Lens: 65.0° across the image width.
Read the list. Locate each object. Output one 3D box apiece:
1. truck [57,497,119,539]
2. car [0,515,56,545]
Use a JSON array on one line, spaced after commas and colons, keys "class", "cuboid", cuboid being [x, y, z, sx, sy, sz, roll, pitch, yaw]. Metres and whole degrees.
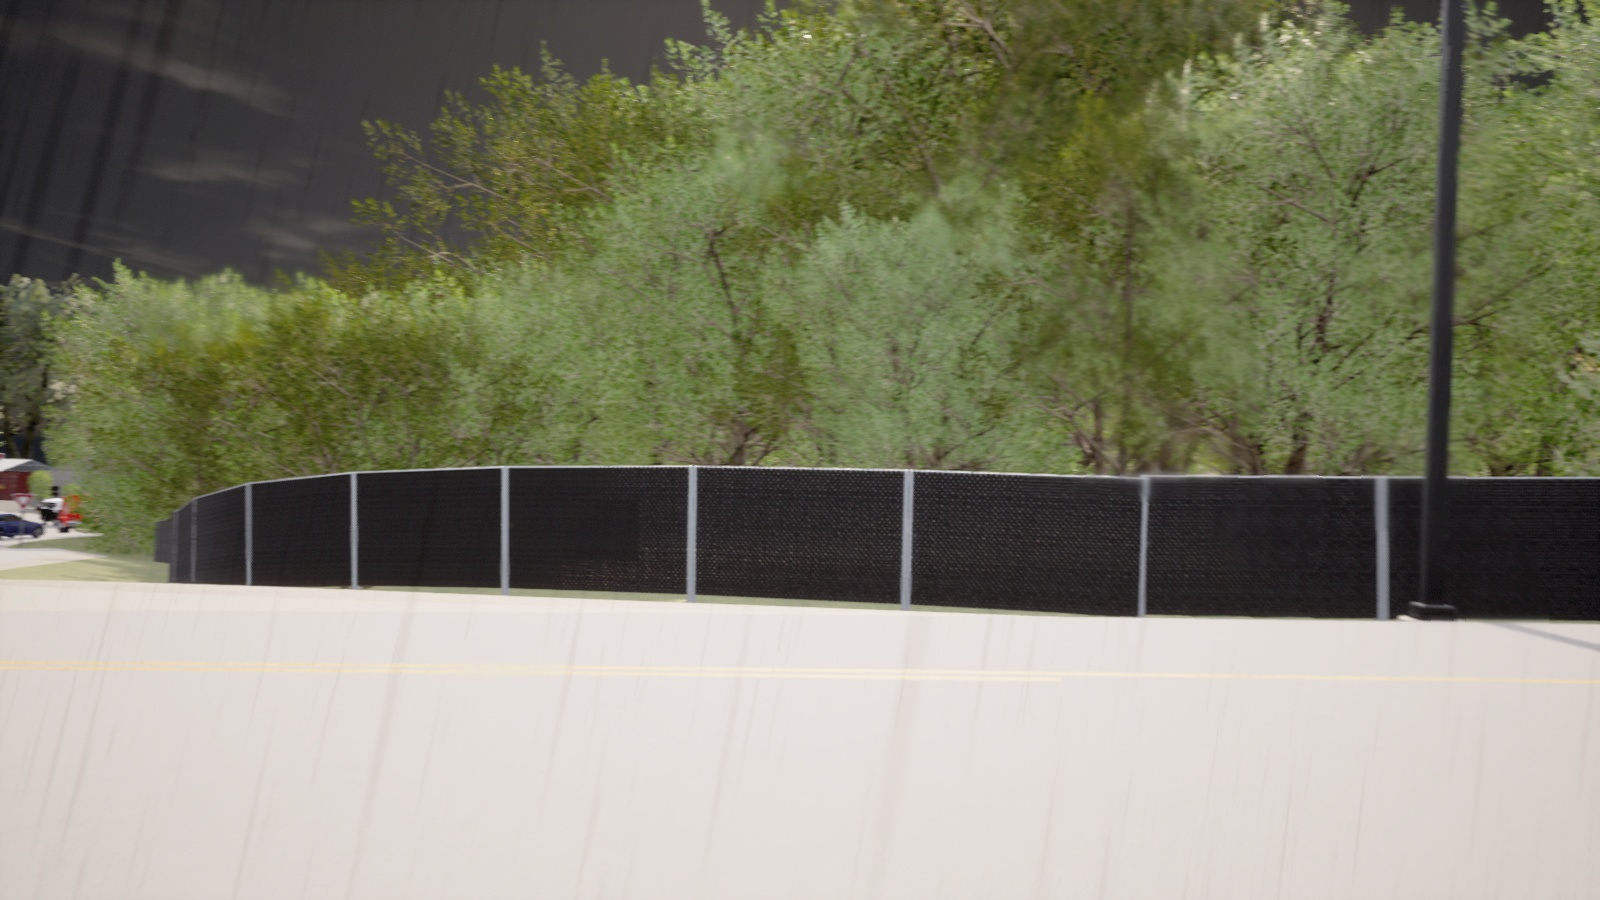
[{"class": "truck", "cuboid": [-46.236, 4.450, 81.463, 2.627, 2.467, 5.204, 2, -6, -39]}, {"class": "car", "cuboid": [-42.971, 4.355, 68.243, 1.812, 1.442, 4.674, 1, -1, 9]}]
